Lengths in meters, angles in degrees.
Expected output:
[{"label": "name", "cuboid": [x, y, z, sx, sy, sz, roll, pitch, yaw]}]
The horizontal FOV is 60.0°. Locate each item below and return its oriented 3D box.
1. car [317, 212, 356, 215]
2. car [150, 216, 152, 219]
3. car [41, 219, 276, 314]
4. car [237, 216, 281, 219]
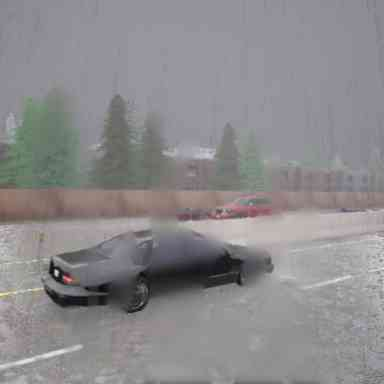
[{"label": "car", "cuboid": [11.398, 1.746, 24.792, 4.718, 1.301, 1.895, 0, 0, -35]}, {"label": "car", "cuboid": [-0.704, 1.696, 24.875, 4.718, 1.301, 1.895, 0, 0, -35]}, {"label": "car", "cuboid": [-0.488, 1.576, 7.678, 5.357, 1.411, 2.033, 0, 0, -35]}, {"label": "car", "cuboid": [4.018, 1.335, 23.905, 5.566, 2.045, 2.150, 1, -1, -35]}]
